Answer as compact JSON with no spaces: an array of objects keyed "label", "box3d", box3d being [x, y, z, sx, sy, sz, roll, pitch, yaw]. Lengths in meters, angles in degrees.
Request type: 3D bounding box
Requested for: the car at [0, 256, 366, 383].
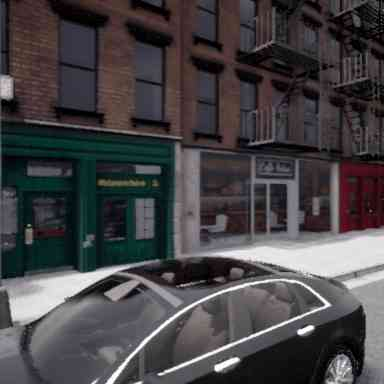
[{"label":"car","box3d":[-0.196,1.505,3.239,4.892,1.490,1.837,0,0,-35]}]
